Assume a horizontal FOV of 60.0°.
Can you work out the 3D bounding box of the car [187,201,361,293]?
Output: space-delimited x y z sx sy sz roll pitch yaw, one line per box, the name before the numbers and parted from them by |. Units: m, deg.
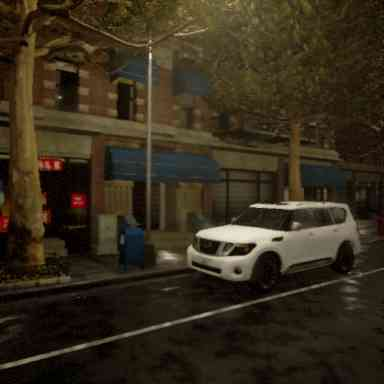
car | 2.545 1.309 9.436 5.566 2.045 2.435 1 0 -36
